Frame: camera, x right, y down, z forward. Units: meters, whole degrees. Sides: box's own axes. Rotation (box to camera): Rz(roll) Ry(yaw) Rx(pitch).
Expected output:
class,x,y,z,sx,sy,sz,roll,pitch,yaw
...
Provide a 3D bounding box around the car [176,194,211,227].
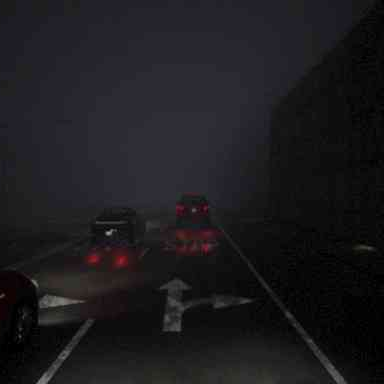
class,x,y,z,sx,sy,sz,roll,pitch,yaw
car,0.105,1.176,22.706,2.150,2.045,5.566,0,0,0

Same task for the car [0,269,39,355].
class,x,y,z,sx,sy,sz,roll,pitch,yaw
car,-3.400,1.346,3.271,2.097,1.767,4.553,0,0,0

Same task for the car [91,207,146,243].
class,x,y,z,sx,sy,sz,roll,pitch,yaw
car,-3.398,1.460,16.002,2.128,1.511,4.902,0,0,0
